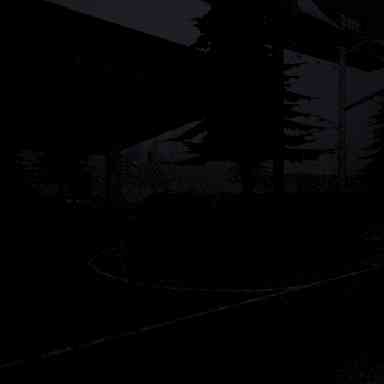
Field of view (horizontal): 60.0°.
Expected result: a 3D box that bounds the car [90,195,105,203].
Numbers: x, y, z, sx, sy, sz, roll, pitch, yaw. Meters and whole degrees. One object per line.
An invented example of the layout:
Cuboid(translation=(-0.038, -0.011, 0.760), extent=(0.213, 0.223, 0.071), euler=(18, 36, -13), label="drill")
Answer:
Cuboid(translation=(-17.736, 1.306, 62.678), extent=(2.128, 1.511, 4.902), euler=(0, 0, -35), label="car")

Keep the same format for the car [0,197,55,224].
Cuboid(translation=(-11.894, 1.313, 23.518), extent=(3.866, 1.878, 1.905), euler=(0, 0, -36), label="car")

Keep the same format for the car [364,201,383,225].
Cuboid(translation=(11.450, 1.317, 21.334), extent=(2.128, 1.511, 4.902), euler=(0, 1, -36), label="car")
